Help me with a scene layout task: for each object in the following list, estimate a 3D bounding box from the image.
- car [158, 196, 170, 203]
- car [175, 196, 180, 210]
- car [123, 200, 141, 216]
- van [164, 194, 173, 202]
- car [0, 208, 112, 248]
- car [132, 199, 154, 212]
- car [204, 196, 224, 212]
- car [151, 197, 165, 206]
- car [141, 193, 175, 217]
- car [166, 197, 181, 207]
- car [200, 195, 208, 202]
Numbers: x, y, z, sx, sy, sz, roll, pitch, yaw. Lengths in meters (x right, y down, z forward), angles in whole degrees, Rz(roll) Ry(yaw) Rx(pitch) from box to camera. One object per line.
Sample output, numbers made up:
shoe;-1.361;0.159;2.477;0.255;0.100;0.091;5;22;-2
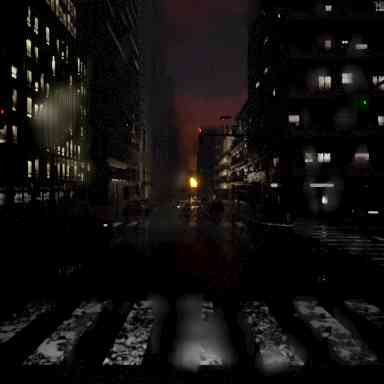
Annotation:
car;-5.560;1.528;66.960;1.887;1.381;4.507;-1;0;0
car;-3.007;1.210;41.923;2.150;2.045;5.566;0;0;0
car;-5.634;1.516;32.863;1.752;1.417;4.829;-1;0;0
van;-5.538;1.322;78.270;1.690;1.788;3.998;-1;0;0
car;-6.061;1.491;14.736;4.902;1.511;2.128;0;1;-23
car;-5.621;1.555;38.687;1.947;1.339;4.313;-1;0;0
car;2.759;1.540;38.669;2.008;1.369;4.403;-1;0;0
car;-5.584;1.530;55.651;1.887;1.381;4.507;-1;0;0
car;-3.037;1.212;31.163;2.150;2.045;5.566;0;0;0
car;-2.970;1.533;54.018;2.033;1.411;5.357;0;0;0
car;2.831;1.422;72.597;1.967;1.590;4.097;-1;0;0
